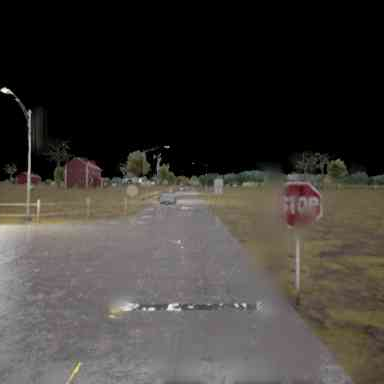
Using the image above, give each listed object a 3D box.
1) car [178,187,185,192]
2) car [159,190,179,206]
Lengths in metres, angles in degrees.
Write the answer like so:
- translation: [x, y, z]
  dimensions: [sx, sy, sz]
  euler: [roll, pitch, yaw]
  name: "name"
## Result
- translation: [-2.968, -0.752, 94.471]
  dimensions: [1.812, 1.442, 4.674]
  euler: [0, 2, 0]
  name: "car"
- translation: [-2.814, 0.828, 39.376]
  dimensions: [1.837, 1.490, 4.892]
  euler: [0, 3, 0]
  name: "car"
